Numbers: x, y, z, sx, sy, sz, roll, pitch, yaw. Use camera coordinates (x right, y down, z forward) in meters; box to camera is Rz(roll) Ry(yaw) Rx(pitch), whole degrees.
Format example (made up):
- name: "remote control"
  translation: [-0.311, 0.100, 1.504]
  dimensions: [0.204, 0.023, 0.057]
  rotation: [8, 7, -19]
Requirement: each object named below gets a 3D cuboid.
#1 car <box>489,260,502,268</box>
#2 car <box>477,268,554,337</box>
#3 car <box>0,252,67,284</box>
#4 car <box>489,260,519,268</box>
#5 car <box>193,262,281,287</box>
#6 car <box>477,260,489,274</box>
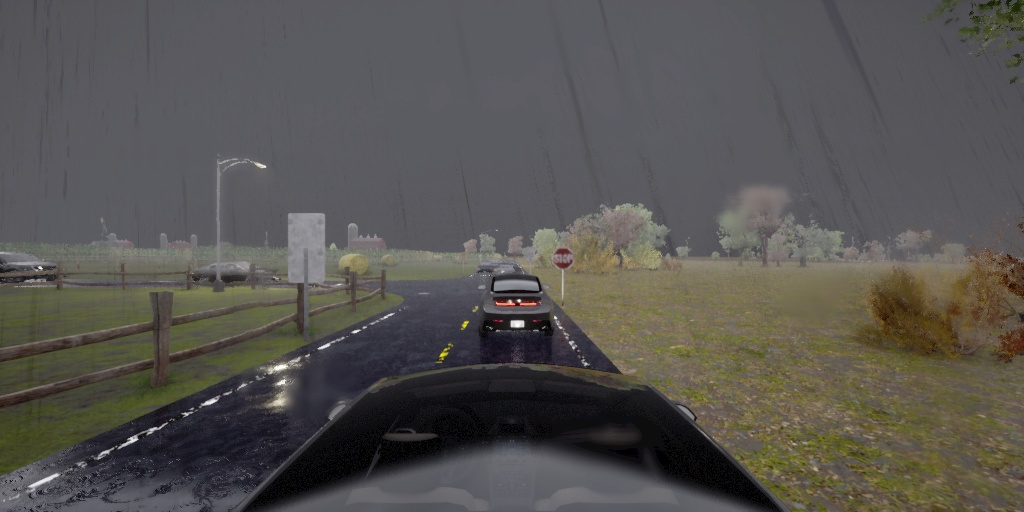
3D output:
- name: "car"
  translation: [-2.807, 1.344, 63.147]
  dimensions: [2.033, 1.411, 5.357]
  rotation: [0, 0, 0]
- name: "car"
  translation: [0.069, 1.254, 10.341]
  dimensions: [1.837, 1.490, 4.892]
  rotation: [0, 0, -1]
- name: "car"
  translation: [-32.143, 0.780, 22.885]
  dimensions: [5.566, 2.045, 2.150]
  rotation: [0, 1, 0]
- name: "car"
  translation: [-0.367, 1.324, 32.795]
  dimensions: [1.994, 1.385, 4.181]
  rotation: [0, 0, 12]
- name: "car"
  translation: [-17.548, 1.149, 23.032]
  dimensions: [4.902, 1.511, 2.128]
  rotation: [0, 1, -1]
- name: "car"
  translation: [-2.848, 1.314, 40.392]
  dimensions: [2.033, 1.411, 5.357]
  rotation: [0, 0, 0]
